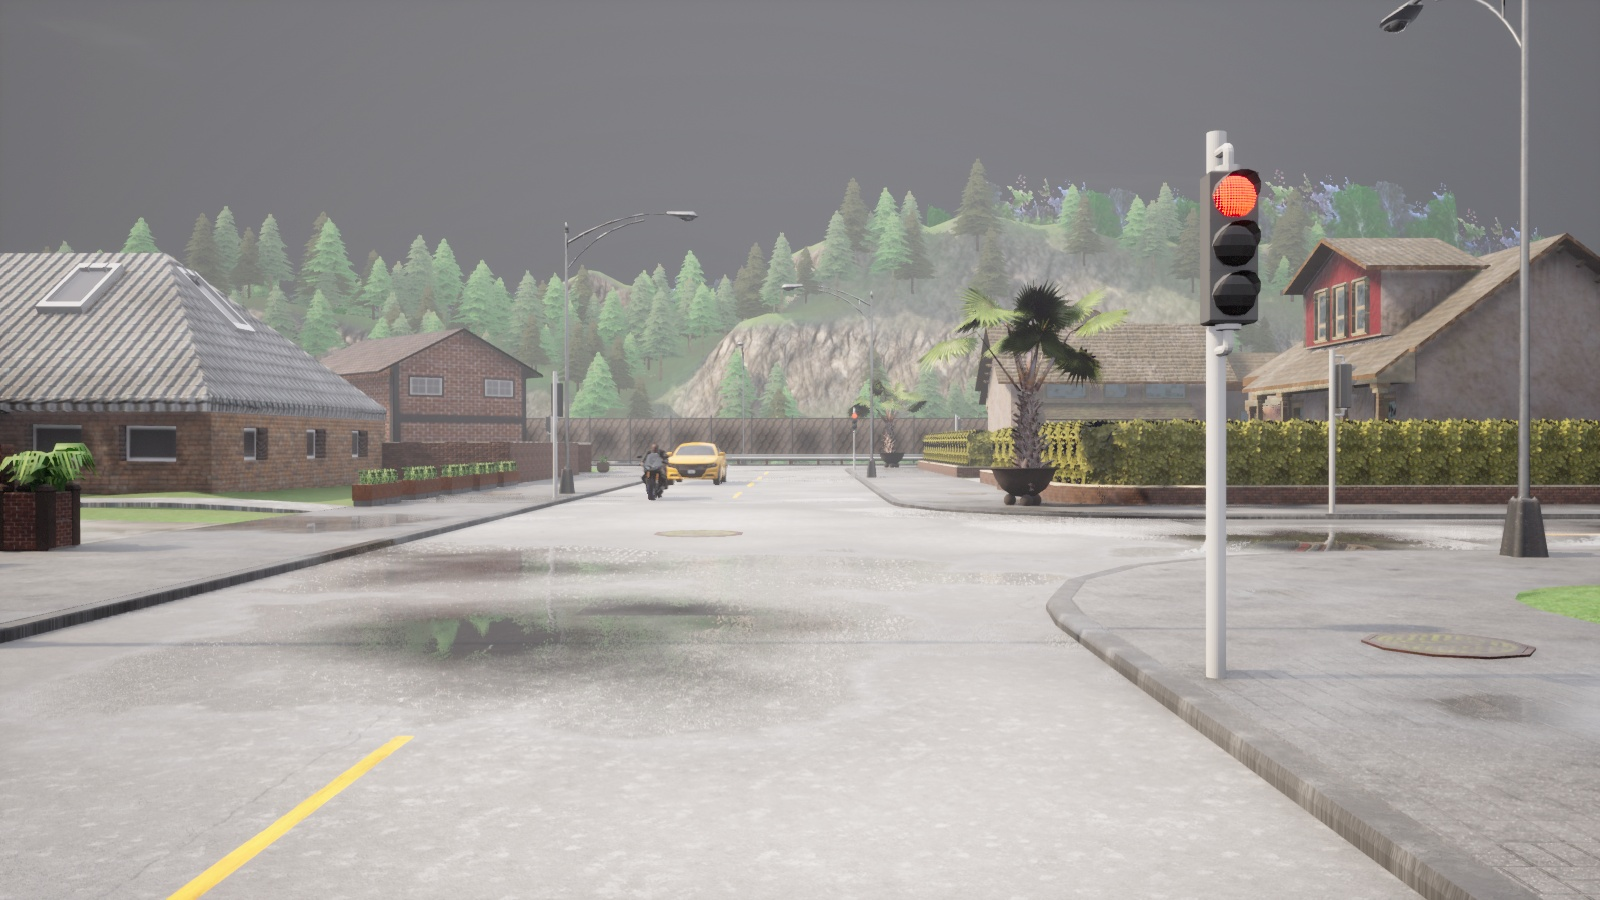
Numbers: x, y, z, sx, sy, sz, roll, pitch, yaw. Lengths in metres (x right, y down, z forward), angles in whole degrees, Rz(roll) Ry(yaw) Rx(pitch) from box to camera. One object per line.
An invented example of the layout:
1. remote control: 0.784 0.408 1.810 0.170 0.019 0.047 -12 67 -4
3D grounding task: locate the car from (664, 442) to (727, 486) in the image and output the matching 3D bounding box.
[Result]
1. car: -3.741 0.463 45.745 1.882 1.535 5.008 0 0 0

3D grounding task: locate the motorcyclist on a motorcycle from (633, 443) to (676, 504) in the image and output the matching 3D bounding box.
1. motorcyclist on a motorcycle: -3.811 0.592 33.029 0.866 1.530 2.191 0 0 0
